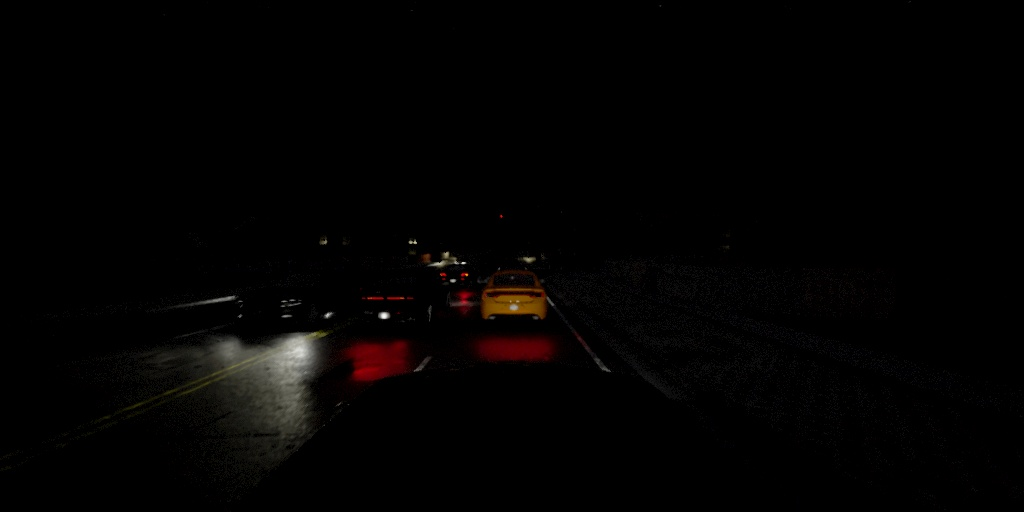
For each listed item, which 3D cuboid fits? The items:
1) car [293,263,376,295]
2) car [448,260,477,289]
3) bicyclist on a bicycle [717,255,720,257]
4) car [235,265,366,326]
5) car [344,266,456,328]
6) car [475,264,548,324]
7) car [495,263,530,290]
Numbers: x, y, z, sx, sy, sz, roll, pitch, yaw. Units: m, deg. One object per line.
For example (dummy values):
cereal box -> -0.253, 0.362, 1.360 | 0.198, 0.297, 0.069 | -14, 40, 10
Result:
car -> -9.818, 1.200, 20.482 | 2.033, 1.411, 5.357 | 0, 0, 0
car -> -3.219, 1.163, 22.057 | 1.812, 1.442, 4.674 | 0, 1, 1
bicyclist on a bicycle -> 18.450, 0.709, 31.914 | 0.582, 1.620, 1.656 | 0, 0, -2
car -> -6.595, 1.192, 11.802 | 1.882, 1.535, 5.008 | 0, 0, 0
car -> -3.182, 1.221, 11.343 | 1.837, 1.490, 4.892 | 0, 0, 0
car -> 0.069, 1.191, 11.815 | 1.882, 1.535, 5.008 | 0, 0, 0
car -> 0.037, 1.197, 22.516 | 1.994, 1.385, 4.181 | 0, 1, 1
